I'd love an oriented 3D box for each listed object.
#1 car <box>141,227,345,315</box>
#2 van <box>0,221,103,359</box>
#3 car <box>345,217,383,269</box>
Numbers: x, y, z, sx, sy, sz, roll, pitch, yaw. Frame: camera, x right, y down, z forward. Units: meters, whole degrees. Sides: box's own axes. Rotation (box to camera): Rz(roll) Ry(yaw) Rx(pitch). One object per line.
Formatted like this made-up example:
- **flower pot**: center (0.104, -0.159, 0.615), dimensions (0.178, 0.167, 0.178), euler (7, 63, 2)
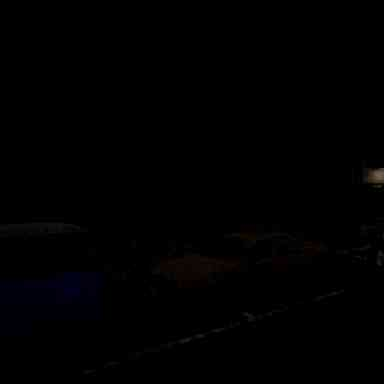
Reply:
- **car**: center (1.238, 1.516, 7.534), dimensions (4.829, 1.417, 1.752), euler (0, 0, -35)
- **van**: center (-3.214, 1.342, 4.360), dimensions (3.998, 1.788, 1.690), euler (0, 0, -35)
- **car**: center (5.964, 1.531, 10.906), dimensions (4.403, 1.369, 2.008), euler (0, 0, -35)
